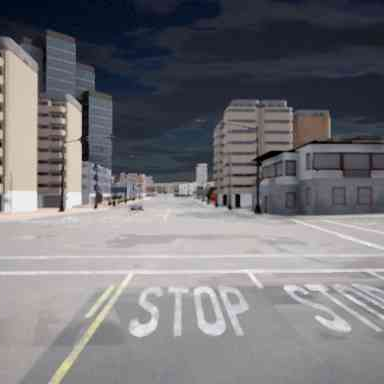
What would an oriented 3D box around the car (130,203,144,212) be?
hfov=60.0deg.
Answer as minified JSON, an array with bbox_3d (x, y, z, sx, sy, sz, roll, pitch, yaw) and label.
[{"bbox_3d":[-9.231,2.557,55.995,1.812,1.442,4.674,0,-2,-3],"label":"car"}]
